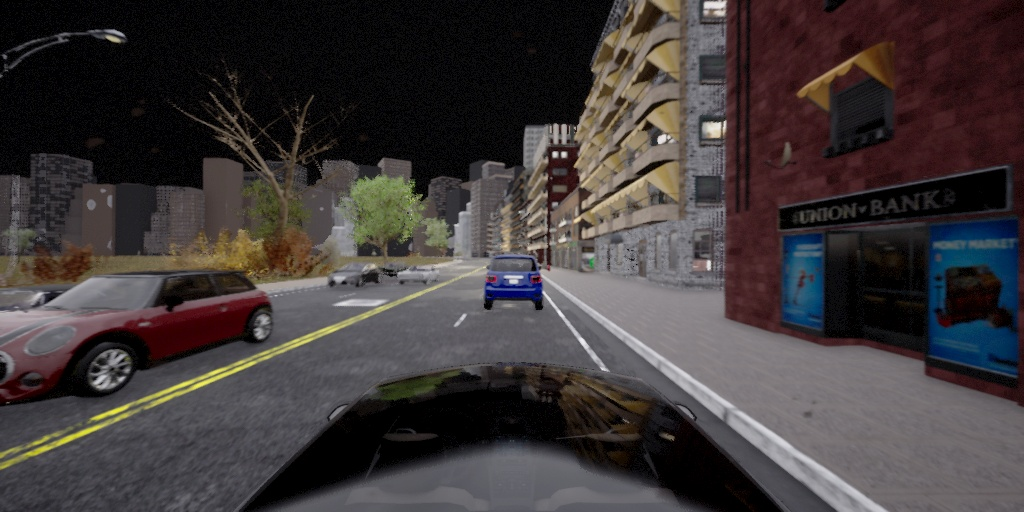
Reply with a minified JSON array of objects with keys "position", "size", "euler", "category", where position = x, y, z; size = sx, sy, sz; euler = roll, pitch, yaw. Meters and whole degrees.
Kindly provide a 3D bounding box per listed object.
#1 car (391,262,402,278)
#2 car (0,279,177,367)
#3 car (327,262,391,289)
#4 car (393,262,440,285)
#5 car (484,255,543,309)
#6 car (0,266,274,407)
[{"position":[-9.578,1.173,29.445],"size":[1.895,1.301,4.718],"euler":[0,0,0],"category":"car"},{"position":[-9.829,1.277,7.132],"size":[1.895,1.301,4.718],"euler":[0,0,0],"category":"car"},{"position":[-9.697,1.156,22.585],"size":[2.128,1.511,4.902],"euler":[0,0,1],"category":"car"},{"position":[-6.419,1.287,25.145],"size":[1.895,1.301,4.718],"euler":[0,0,1],"category":"car"},{"position":[0.076,0.966,14.992],"size":[2.150,2.045,5.566],"euler":[0,0,0],"category":"car"},{"position":[-6.579,1.052,6.395],"size":[2.097,1.767,4.553],"euler":[0,0,0],"category":"car"}]
